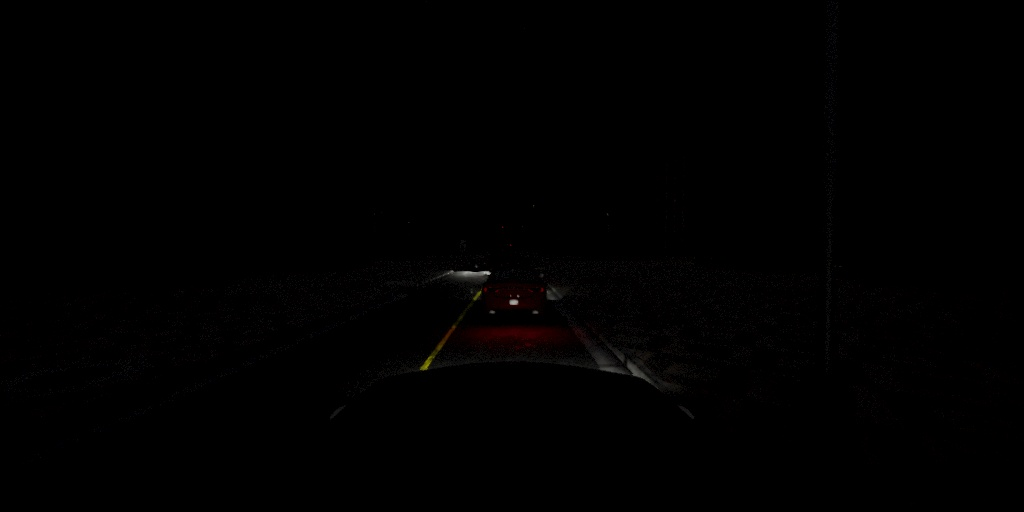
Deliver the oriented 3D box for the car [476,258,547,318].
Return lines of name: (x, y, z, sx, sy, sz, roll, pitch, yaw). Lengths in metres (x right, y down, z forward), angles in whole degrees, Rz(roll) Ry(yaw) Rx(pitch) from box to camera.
car: (0.074, 1.014, 11.935, 1.882, 1.535, 5.008, 0, 1, 1)

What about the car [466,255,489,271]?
car: (-3.099, 0.606, 33.486, 1.812, 1.442, 4.674, 0, 1, 0)

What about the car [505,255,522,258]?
car: (0.081, 0.677, 29.151, 1.837, 1.490, 4.892, 0, 1, 0)
